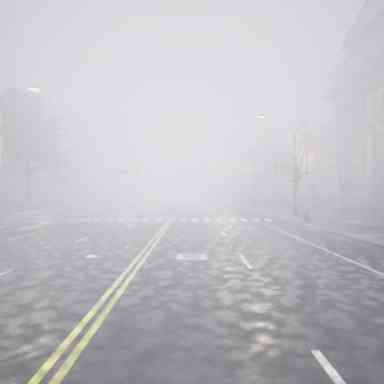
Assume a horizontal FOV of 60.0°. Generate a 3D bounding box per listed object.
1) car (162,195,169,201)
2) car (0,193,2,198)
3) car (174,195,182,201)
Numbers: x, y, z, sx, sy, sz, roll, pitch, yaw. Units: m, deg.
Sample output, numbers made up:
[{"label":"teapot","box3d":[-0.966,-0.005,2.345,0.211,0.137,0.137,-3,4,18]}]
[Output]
[{"label":"car","box3d":[-7.253,1.693,91.625,1.882,1.535,5.008,0,0,-3]},{"label":"car","box3d":[-46.033,1.496,74.796,4.674,1.452,2.002,0,0,0]},{"label":"car","box3d":[-3.942,1.698,93.368,1.882,1.535,5.008,0,0,-7]}]
